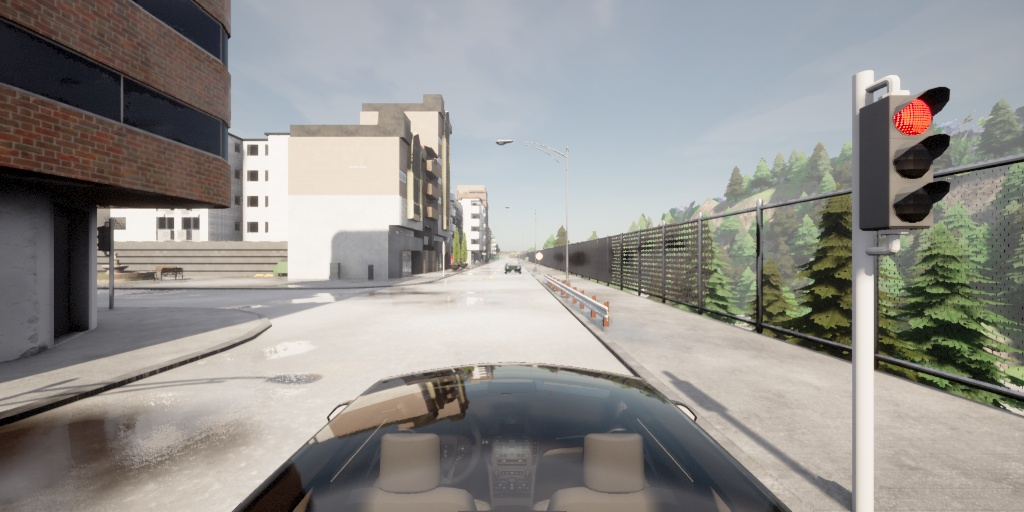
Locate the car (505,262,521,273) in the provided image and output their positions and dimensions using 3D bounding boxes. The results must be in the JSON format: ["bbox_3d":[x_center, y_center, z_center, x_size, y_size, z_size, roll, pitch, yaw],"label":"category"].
[{"bbox_3d":[0.112,1.351,42.306,1.895,1.301,4.718,0,0,0],"label":"car"}]
